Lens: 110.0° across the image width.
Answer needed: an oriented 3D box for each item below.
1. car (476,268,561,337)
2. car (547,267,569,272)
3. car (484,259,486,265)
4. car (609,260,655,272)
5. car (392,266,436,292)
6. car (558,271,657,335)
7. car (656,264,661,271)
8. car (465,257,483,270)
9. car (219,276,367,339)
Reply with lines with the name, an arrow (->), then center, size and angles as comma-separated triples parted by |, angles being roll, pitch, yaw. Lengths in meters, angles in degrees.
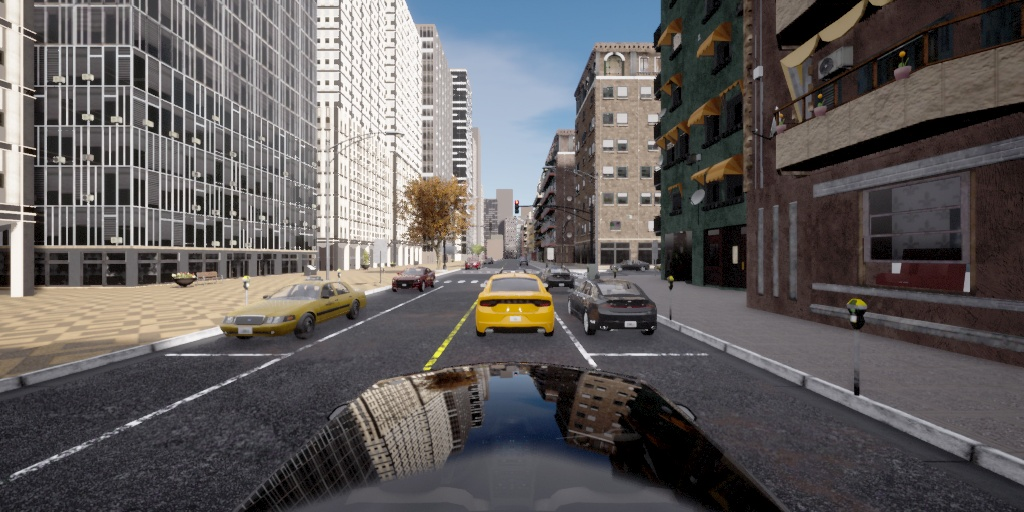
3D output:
car -> 0.069, 1.228, 10.360 | 1.882, 1.535, 5.008 | 0, 0, 0
car -> 2.644, 1.305, 21.333 | 2.007, 1.370, 4.403 | 0, 0, 0
car -> -5.823, 1.357, 59.225 | 1.948, 1.339, 4.313 | 0, 0, 0
car -> 13.346, 1.109, 40.774 | 4.403, 1.370, 2.007 | 0, 0, -1
car -> -5.736, 1.300, 21.314 | 1.888, 1.381, 4.507 | 0, 0, 0
car -> 2.669, 1.301, 10.268 | 2.007, 1.370, 4.403 | 0, 0, 0
car -> 18.743, 1.006, 40.841 | 4.829, 1.417, 1.751 | 0, 0, -1
car -> -5.810, 1.099, 53.702 | 2.192, 1.841, 5.009 | 0, 0, 0
car -> -5.710, 1.276, 10.079 | 1.751, 1.417, 4.829 | 0, 0, 0
